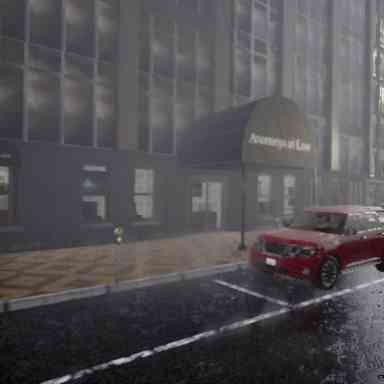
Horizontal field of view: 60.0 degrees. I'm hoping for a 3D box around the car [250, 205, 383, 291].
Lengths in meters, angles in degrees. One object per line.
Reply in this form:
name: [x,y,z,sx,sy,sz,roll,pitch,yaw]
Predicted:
car: [3.925,1.340,9.338,5.009,1.841,2.192,0,1,-35]
